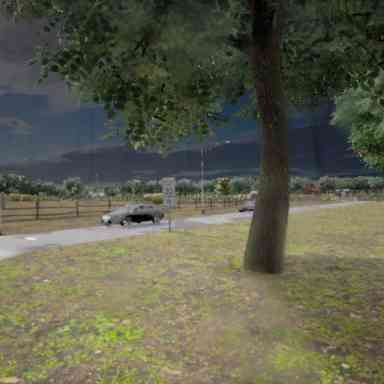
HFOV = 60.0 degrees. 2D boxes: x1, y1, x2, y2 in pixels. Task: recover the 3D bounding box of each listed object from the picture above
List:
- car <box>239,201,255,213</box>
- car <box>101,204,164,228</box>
[{"bbox_3d":[6.979,1.692,38.069,1.994,1.385,4.181,-2,-1,36],"label":"car"},{"bbox_3d":[-4.006,1.563,22.942,2.128,1.511,4.902,-2,-1,36],"label":"car"}]
